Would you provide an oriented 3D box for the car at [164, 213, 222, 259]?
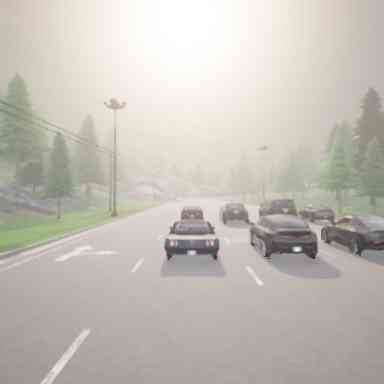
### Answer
[{"bbox_3d":[0.017,1.749,13.223,1.895,1.301,4.718,0,-1,0],"label":"car"}]

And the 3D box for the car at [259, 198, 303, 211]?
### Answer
[{"bbox_3d":[7.007,1.531,27.549,2.150,2.045,5.566,0,0,0],"label":"car"}]

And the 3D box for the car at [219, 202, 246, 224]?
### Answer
[{"bbox_3d":[3.519,1.667,28.402,2.097,1.767,4.553,0,-1,1],"label":"car"}]

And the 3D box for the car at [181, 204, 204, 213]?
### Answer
[{"bbox_3d":[0.026,1.802,29.217,1.882,1.535,5.008,0,0,1],"label":"car"}]

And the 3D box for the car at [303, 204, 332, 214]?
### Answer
[{"bbox_3d":[10.519,1.809,28.479,2.128,1.511,4.902,0,0,1],"label":"car"}]

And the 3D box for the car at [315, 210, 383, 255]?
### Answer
[{"bbox_3d":[7.025,1.681,13.876,1.812,1.442,4.674,0,0,1],"label":"car"}]

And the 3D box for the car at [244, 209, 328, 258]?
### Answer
[{"bbox_3d":[3.521,1.658,13.479,1.837,1.490,4.892,0,0,1],"label":"car"}]
